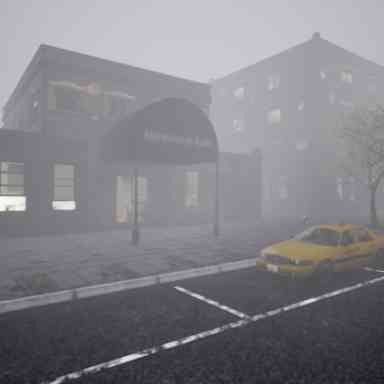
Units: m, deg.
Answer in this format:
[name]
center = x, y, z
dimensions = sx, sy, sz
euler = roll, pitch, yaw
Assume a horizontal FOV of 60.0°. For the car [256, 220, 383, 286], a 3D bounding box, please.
[car]
center = 3.908, 1.510, 9.420
dimensions = 4.829, 1.417, 1.752
euler = 0, 1, -35
